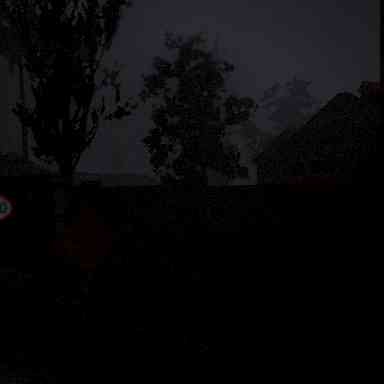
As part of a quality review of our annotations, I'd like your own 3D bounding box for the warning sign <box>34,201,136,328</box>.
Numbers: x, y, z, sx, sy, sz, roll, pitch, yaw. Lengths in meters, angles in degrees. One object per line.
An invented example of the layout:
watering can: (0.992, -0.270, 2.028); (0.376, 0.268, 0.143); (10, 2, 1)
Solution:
warning sign: (-1.852, 1.115, 5.854); (1.060, 1.860, 1.300); (-1, 0, 35)
